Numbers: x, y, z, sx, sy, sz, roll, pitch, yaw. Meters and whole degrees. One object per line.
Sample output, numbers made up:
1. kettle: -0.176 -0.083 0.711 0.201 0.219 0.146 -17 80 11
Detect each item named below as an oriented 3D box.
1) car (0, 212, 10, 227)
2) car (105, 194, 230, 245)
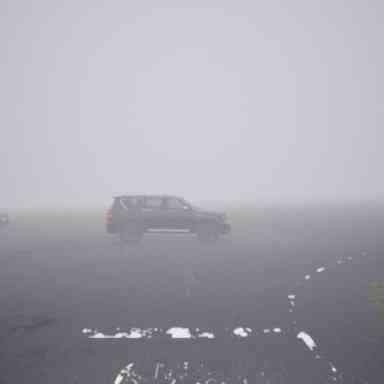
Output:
1. car: -14.527 1.815 22.114 4.181 1.385 1.994 -2 2 0
2. car: -1.082 1.134 15.101 5.566 2.045 2.150 0 1 0
